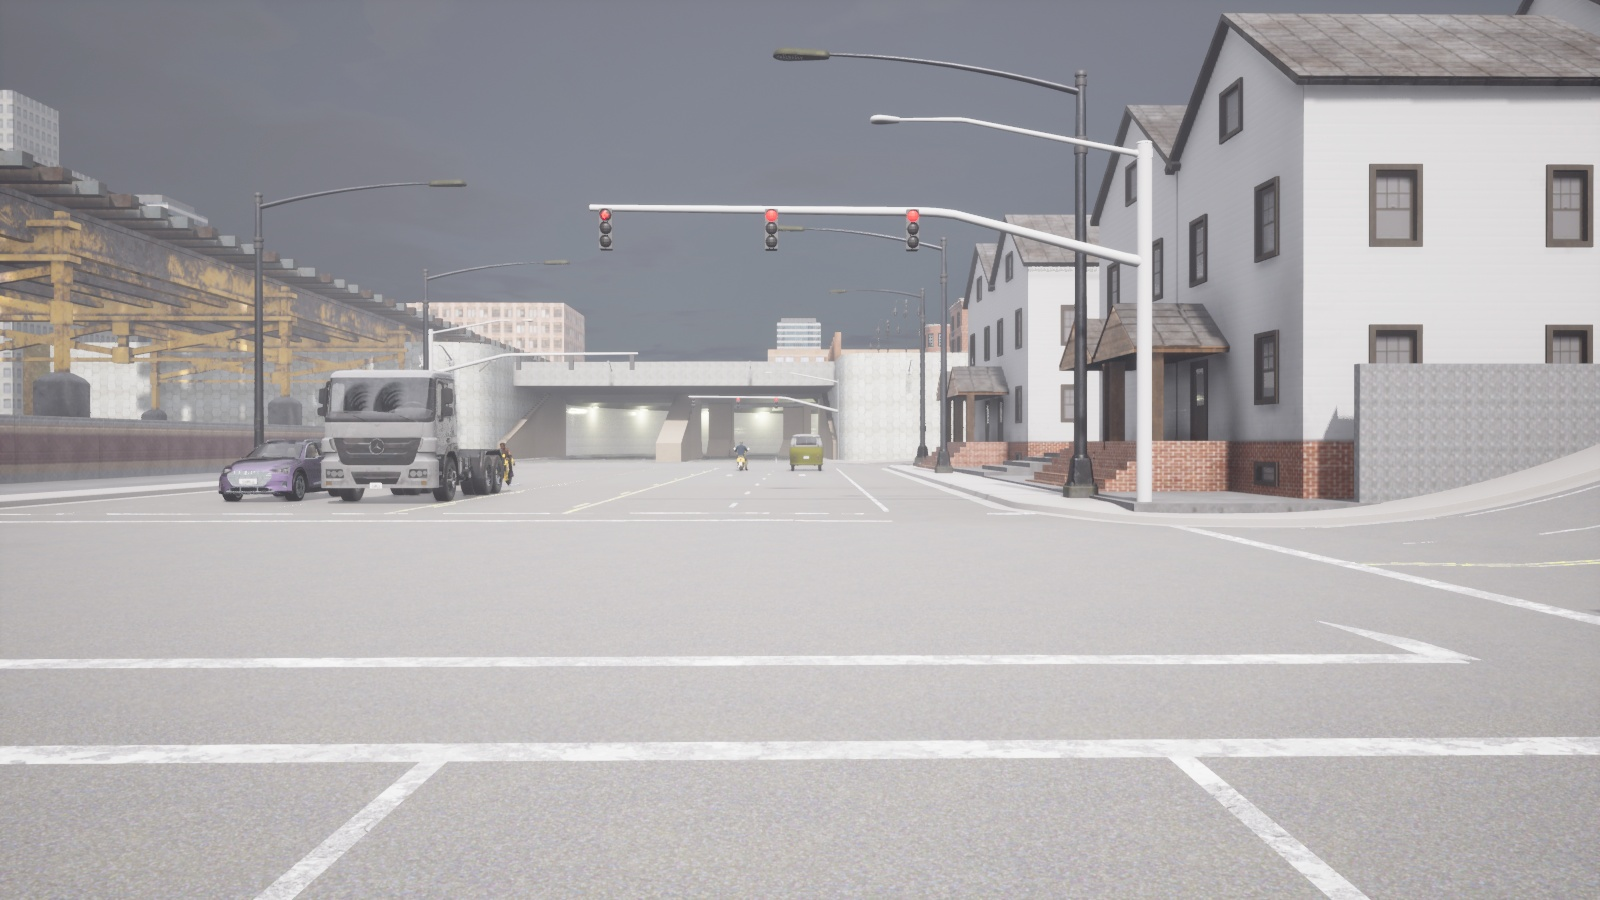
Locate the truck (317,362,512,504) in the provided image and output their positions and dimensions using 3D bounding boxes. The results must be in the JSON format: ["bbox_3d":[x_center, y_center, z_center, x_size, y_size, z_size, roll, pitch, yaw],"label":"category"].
[{"bbox_3d":[-10.315,-0.439,34.598,2.891,3.462,7.936,0,0,0],"label":"truck"}]

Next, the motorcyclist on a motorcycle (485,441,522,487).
[{"bbox_3d":[-10.277,0.470,43.538,0.797,1.523,2.044,0,1,0],"label":"motorcyclist on a motorcycle"}]

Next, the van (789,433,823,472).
[{"bbox_3d":[0.340,0.117,67.674,1.775,1.987,4.442,0,0,0],"label":"van"}]

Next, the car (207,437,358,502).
[{"bbox_3d":[-13.823,0.474,33.899,2.033,1.649,4.856,0,0,0],"label":"car"}]
